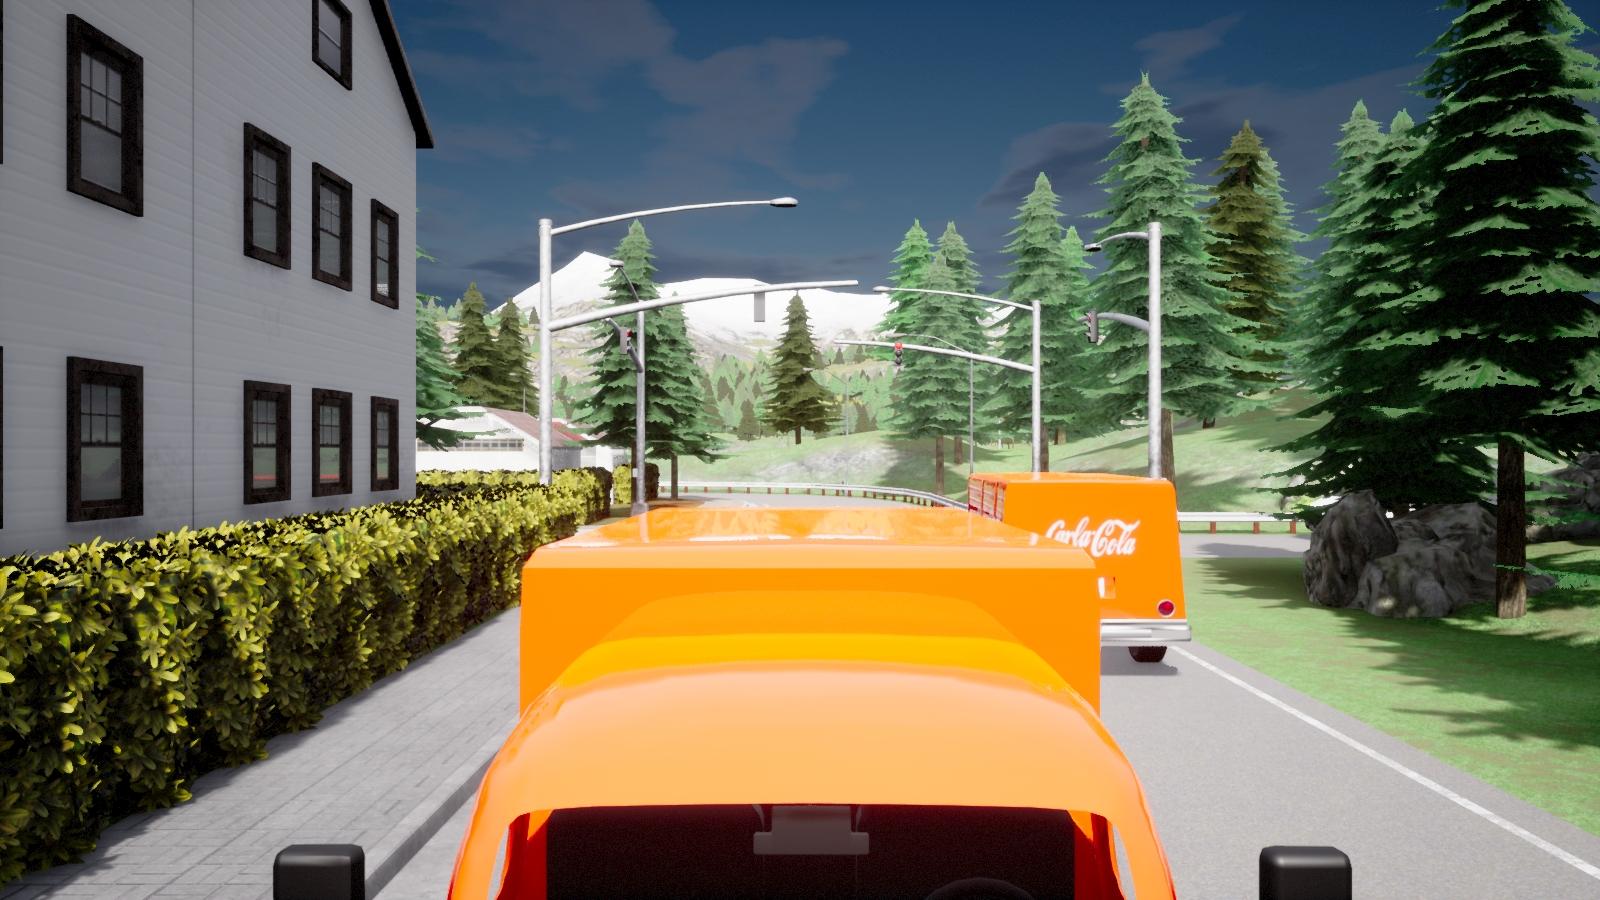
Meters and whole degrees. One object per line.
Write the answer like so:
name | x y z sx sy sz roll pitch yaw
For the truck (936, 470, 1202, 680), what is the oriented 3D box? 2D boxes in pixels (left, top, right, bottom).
truck | 3.536 1.544 16.334 2.627 2.467 5.204 0 0 1

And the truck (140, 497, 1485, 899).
truck | 0.034 1.546 4.837 2.627 2.467 5.204 0 0 0
